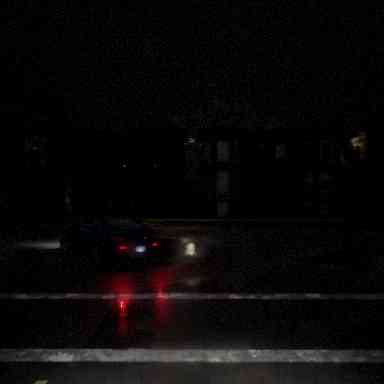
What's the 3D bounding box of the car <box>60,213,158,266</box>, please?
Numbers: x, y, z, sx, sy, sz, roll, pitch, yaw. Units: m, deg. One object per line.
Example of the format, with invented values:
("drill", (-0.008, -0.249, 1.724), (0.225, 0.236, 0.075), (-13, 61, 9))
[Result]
("car", (-2.900, 1.441, 11.320), (1.812, 1.442, 4.674), (1, 0, -38))
